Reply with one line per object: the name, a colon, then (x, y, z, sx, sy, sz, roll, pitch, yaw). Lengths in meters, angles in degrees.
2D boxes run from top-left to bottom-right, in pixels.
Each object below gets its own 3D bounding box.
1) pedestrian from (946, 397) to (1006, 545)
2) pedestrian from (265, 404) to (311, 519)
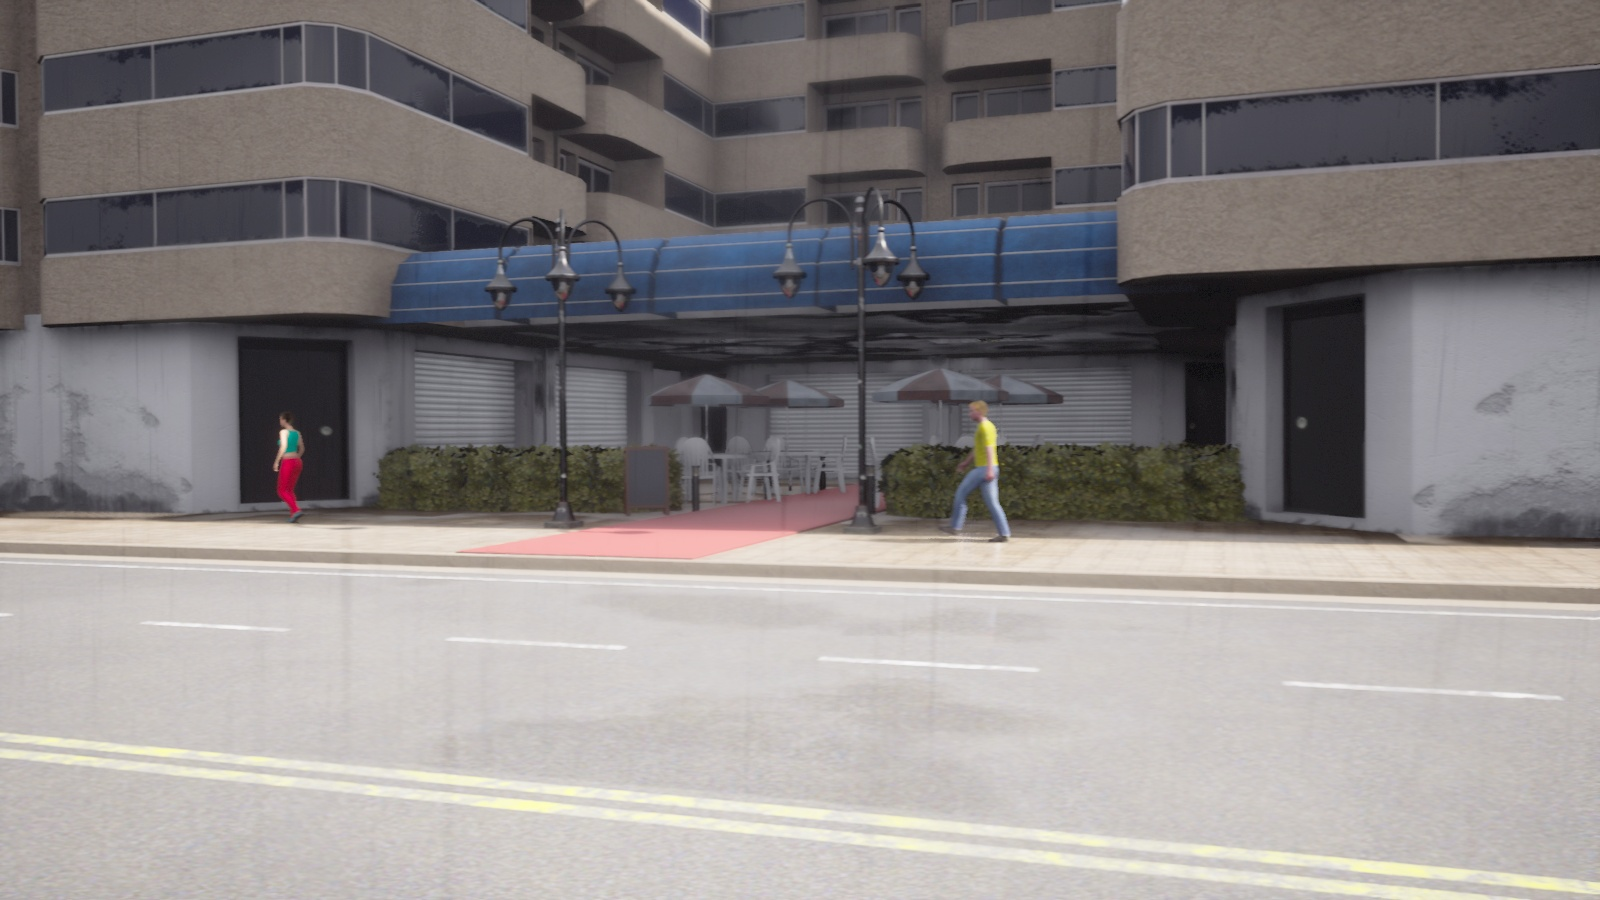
pedestrian: (2.222, 0.252, 15.853, 0.706, 1.836, 0.354, 0, 1, 16)
pedestrian: (-8.250, 0.182, 20.226, 0.594, 1.836, 0.345, 0, 1, 17)
